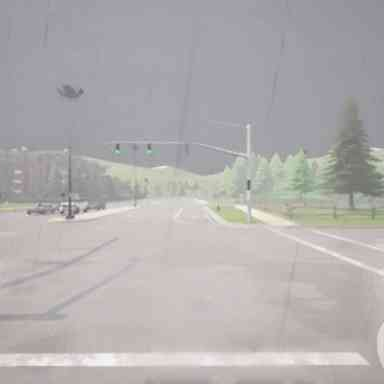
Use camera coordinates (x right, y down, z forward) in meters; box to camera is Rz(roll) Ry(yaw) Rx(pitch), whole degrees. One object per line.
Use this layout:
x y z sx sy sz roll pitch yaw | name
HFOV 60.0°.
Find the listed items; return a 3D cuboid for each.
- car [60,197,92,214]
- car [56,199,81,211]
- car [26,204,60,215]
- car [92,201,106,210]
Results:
-15.125 1.733 42.998 2.150 2.045 5.566 0 -1 0 | car
-18.606 1.951 50.370 2.097 1.767 4.553 0 -1 0 | car
-18.627 2.091 41.255 1.895 1.301 4.718 0 -1 0 | car
-15.091 2.124 53.007 2.128 1.511 4.902 0 -1 0 | car
